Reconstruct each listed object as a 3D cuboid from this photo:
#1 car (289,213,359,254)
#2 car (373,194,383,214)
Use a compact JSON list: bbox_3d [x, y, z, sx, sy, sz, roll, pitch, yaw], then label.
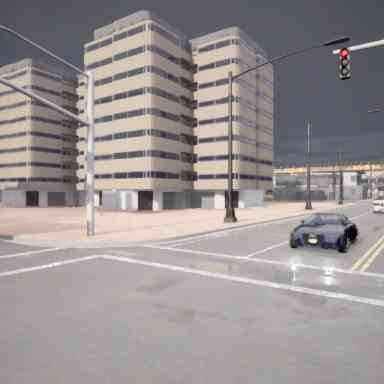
[{"bbox_3d":[5.518,1.569,13.667,1.994,1.385,4.181,0,0,35],"label":"car"},{"bbox_3d":[20.339,1.222,34.617,2.150,2.045,5.566,0,0,35],"label":"car"}]
